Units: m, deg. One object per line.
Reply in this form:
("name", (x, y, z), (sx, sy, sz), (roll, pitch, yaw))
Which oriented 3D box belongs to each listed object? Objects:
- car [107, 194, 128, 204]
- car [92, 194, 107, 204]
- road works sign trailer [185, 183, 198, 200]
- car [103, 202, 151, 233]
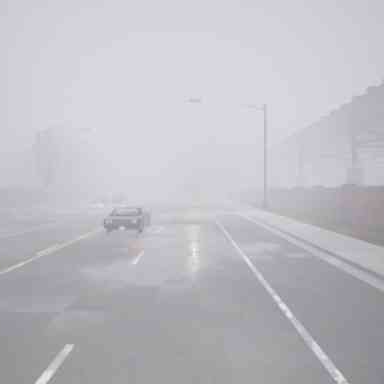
("car", (-10.574, 1.050, 48.714), (1.837, 1.490, 4.892), (0, 1, 0))
("car", (-14.060, 1.006, 51.732), (2.128, 1.511, 4.902), (0, 1, 0))
("road works sign trailer", (-0.006, -0.202, 69.958), (2.380, 3.560, 2.880), (0, 1, 0))
("car", (-3.405, 1.449, 18.377), (1.895, 1.301, 4.718), (0, 1, 0))
